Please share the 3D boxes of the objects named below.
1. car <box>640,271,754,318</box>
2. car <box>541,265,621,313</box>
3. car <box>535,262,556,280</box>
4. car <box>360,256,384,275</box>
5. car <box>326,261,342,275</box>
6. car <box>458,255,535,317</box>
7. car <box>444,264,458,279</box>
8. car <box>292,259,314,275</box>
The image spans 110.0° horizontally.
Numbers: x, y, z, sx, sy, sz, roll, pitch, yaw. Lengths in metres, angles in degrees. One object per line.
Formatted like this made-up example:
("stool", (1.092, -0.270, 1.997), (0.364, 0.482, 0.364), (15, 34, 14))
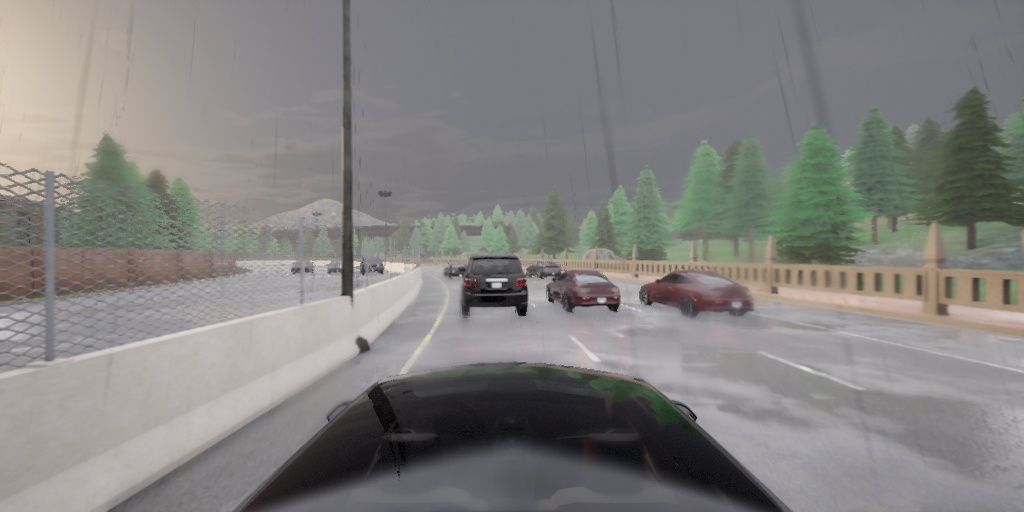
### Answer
("car", (6.281, 1.246, 12.705), (1.812, 1.442, 4.674), (0, 0, -6))
("car", (2.622, 1.260, 13.883), (1.812, 1.442, 4.674), (0, 0, -7))
("car", (2.678, 1.218, 31.030), (2.128, 1.511, 4.902), (0, 0, -16))
("car", (-15.674, 1.017, 40.108), (2.150, 2.045, 5.566), (0, 0, -25))
("car", (-19.903, 1.317, 40.835), (1.837, 1.490, 4.892), (0, 0, -26))
("car", (-0.785, 0.970, 13.398), (2.150, 2.045, 5.566), (0, 0, -7))
("car", (-5.034, 1.358, 32.500), (1.895, 1.301, 4.718), (0, 0, -18))
("car", (-24.074, 1.180, 41.383), (2.097, 1.767, 4.553), (0, 0, -28))
